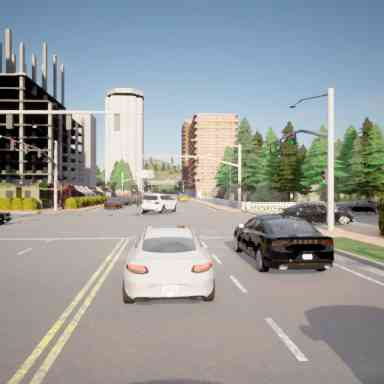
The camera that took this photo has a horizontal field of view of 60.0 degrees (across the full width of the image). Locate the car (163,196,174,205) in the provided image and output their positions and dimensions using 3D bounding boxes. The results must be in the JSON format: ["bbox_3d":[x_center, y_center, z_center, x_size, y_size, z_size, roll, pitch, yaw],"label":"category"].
[{"bbox_3d":[-4.205,1.521,59.640,1.812,1.442,4.674,0,0,-4],"label":"car"}]

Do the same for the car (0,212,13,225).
[{"bbox_3d":[-14.449,1.599,21.785,4.718,1.301,1.895,0,0,-3],"label":"car"}]

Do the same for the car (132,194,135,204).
[{"bbox_3d":[-7.137,1.488,48.828,2.128,1.511,4.902,0,0,-4],"label":"car"}]

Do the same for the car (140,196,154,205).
[{"bbox_3d":[-7.774,1.487,57.938,2.128,1.511,4.902,0,0,-4],"label":"car"}]

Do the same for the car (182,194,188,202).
[{"bbox_3d":[-2.039,1.464,76.910,1.882,1.535,5.008,0,0,-4],"label":"car"}]

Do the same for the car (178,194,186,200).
[{"bbox_3d":[-2.724,1.298,86.458,1.882,1.535,5.008,0,0,-4],"label":"car"}]

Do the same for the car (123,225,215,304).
[{"bbox_3d":[-0.581,1.525,8.098,1.812,1.442,4.674,0,0,-5],"label":"car"}]

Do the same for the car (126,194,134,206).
[{"bbox_3d":[-10.946,1.474,53.084,1.882,1.535,5.008,0,0,-4],"label":"car"}]

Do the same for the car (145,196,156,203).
[{"bbox_3d":[-8.447,1.542,68.365,2.033,1.411,5.357,0,0,-4],"label":"car"}]

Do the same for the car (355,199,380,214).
[{"bbox_3d":[17.085,1.489,33.960,4.902,1.511,2.128,0,0,-3],"label":"car"}]

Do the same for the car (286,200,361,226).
[{"bbox_3d":[8.574,1.503,22.855,4.892,1.490,1.837,0,0,-3],"label":"car"}]

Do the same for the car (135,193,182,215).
[{"bbox_3d":[-3.345,1.218,34.865,2.150,2.045,5.566,1,0,19],"label":"car"}]

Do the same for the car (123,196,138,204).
[{"bbox_3d":[-11.632,1.543,63.225,2.033,1.411,5.357,0,0,-4],"label":"car"}]

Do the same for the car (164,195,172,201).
[{"bbox_3d":[-6.231,1.519,86.427,2.128,1.511,4.902,0,0,-4],"label":"car"}]

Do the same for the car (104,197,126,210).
[{"bbox_3d":[-10.287,1.474,43.758,1.882,1.535,5.008,0,0,-4],"label":"car"}]

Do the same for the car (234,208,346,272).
[{"bbox_3d":[2.686,1.477,10.834,1.882,1.535,5.008,0,0,-5],"label":"car"}]
